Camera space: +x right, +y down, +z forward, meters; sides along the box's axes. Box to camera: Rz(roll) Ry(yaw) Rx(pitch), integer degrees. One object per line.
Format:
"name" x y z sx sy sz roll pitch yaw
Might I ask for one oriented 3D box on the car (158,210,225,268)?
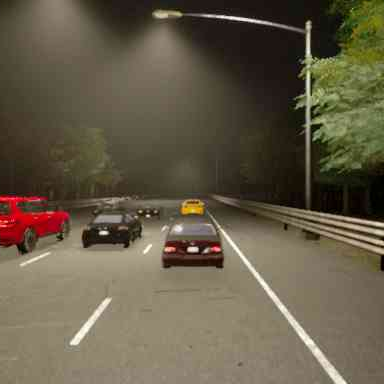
"car" 0.045 1.547 11.197 2.033 1.411 5.357 0 0 0

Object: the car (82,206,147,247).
"car" -3.429 1.561 14.978 1.994 1.385 4.181 0 0 0

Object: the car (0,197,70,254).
"car" -6.938 1.220 13.655 2.150 2.045 5.566 0 0 1

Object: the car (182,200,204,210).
"car" 0.078 1.461 31.433 1.882 1.535 5.008 0 0 0

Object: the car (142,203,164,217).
"car" -3.438 1.588 28.478 1.895 1.301 4.718 0 0 0

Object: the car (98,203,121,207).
"car" -6.938 1.588 28.484 1.895 1.301 4.718 0 0 0
